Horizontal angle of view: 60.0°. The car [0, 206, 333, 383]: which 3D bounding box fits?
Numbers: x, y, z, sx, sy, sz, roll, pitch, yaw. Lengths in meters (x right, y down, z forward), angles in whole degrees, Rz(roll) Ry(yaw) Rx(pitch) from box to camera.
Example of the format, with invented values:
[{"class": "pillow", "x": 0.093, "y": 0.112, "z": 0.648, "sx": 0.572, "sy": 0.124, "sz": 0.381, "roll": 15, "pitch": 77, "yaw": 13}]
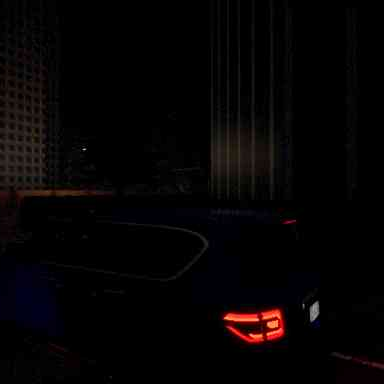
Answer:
[{"class": "car", "x": -1.021, "y": 1.221, "z": 4.715, "sx": 5.566, "sy": 2.045, "sz": 2.150, "roll": 0, "pitch": 0, "yaw": 35}]
